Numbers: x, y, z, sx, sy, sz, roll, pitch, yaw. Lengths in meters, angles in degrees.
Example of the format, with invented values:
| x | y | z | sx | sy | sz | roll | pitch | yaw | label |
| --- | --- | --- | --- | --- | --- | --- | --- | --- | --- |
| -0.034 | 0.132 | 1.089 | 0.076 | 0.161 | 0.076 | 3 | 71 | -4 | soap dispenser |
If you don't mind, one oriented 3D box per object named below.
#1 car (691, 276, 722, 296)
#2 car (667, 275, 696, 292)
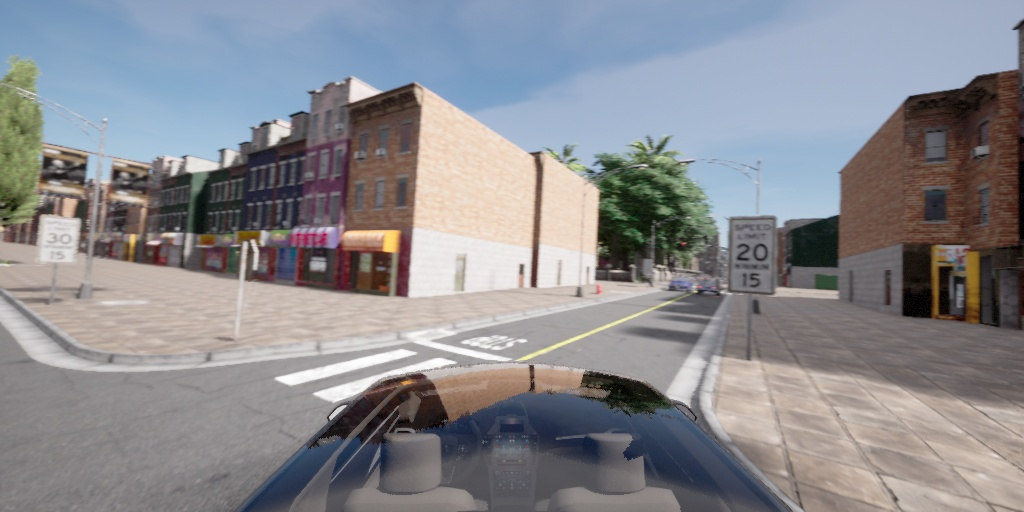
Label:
| x | y | z | sx | sy | sz | roll | pitch | yaw | label |
| --- | --- | --- | --- | --- | --- | --- | --- | --- | --- |
| 18.457 | 2.884 | 33.564 | 2.033 | 1.411 | 5.357 | 2 | -2 | 33 | car |
| 17.711 | 2.928 | 37.567 | 1.812 | 1.442 | 4.674 | 2 | -2 | 32 | car |
